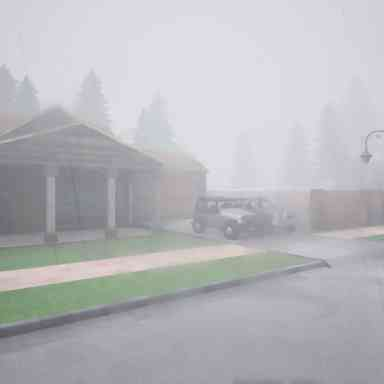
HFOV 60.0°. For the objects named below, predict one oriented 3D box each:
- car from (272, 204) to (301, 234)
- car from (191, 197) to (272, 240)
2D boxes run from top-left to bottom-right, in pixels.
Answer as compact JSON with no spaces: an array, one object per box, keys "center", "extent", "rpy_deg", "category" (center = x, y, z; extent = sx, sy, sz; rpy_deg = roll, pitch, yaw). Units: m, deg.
[{"center":[3.415,1.174,17.749],"extent":[1.932,1.855,4.605],"rpy_deg":[0,0,-36],"category":"car"},{"center":[1.596,1.176,15.971],"extent":[1.905,1.878,3.866],"rpy_deg":[0,0,-36],"category":"car"}]
